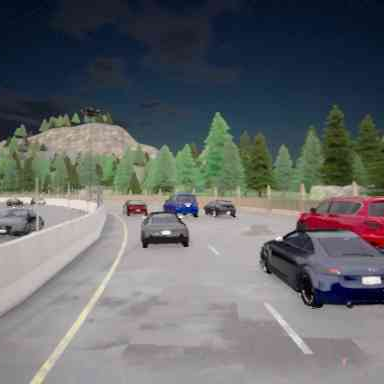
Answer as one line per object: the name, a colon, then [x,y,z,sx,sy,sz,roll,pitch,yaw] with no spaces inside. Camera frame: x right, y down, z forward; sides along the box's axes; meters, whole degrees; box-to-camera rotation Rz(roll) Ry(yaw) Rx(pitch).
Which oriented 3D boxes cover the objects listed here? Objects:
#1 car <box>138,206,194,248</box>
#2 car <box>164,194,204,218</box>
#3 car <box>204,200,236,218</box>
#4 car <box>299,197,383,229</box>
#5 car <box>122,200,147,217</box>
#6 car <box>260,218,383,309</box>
car: [-1.319,1.565,15.040,1.994,1.385,4.181,0,0,-9]
car: [-1.072,1.218,29.744,2.150,2.045,5.566,0,0,-16]
car: [2.399,1.489,30.180,1.837,1.490,4.892,0,0,-16]
car: [6.092,1.197,12.857,2.150,2.045,5.566,0,0,-7]
car: [-5.621,1.490,32.304,1.882,1.535,5.008,0,0,-18]
car: [3.059,1.551,7.953,1.994,1.385,4.181,0,0,-4]
